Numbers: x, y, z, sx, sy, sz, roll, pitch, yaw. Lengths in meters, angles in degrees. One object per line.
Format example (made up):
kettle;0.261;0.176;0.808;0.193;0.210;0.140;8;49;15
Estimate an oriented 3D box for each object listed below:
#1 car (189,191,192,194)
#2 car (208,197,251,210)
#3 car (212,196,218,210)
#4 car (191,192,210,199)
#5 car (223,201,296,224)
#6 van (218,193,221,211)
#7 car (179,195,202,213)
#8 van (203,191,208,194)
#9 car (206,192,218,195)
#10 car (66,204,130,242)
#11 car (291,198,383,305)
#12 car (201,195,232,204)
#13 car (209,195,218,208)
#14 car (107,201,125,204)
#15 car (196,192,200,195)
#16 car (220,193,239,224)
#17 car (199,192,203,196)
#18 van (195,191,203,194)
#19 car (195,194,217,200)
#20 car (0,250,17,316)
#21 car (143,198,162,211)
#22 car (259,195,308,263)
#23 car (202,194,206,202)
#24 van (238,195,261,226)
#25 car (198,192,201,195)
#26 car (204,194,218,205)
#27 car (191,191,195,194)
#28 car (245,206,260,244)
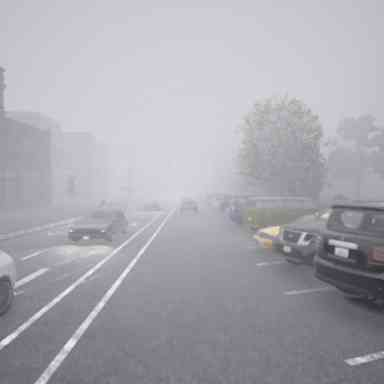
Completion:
car;2.879;0.821;84.091;5.566;2.045;2.435;1;0;-24
car;4.772;1.411;42.574;4.892;1.521;2.231;1;1;-21
car;4.916;1.478;33.681;4.792;1.488;2.163;1;0;-21
car;2.357;0.900;89.992;4.553;1.767;2.185;1;0;-25
car;5.010;1.472;24.779;5.008;1.535;2.097;1;0;-21
van;5.034;1.233;30.753;4.442;1.987;1.878;1;0;-21
car;-0.336;1.449;35.684;2.128;1.511;4.902;0;0;-1
van;4.565;1.108;54.503;4.442;1.987;1.878;1;0;-22
car;4.677;1.267;45.535;4.553;1.767;2.185;1;0;-21
car;-4.431;1.548;16.705;2.033;1.411;5.357;0;0;1
car;5.248;1.231;7.041;5.566;2.045;2.435;1;0;-21
car;4.403;1.284;60.465;5.366;1.575;1.946;1;0;-23
car;5.029;1.436;36.698;5.366;1.575;1.946;1;0;-21
car;-7.426;1.576;32.051;1.895;1.301;4.718;0;0;-1
car;3.799;1.244;69.256;4.674;1.452;2.002;0;0;-23
car;5.070;1.226;21.835;5.566;2.045;2.435;1;0;-21
car;4.342;1.310;57.426;5.008;1.535;2.097;1;0;-22
van;3.532;0.949;72.170;4.442;1.987;1.878;1;1;-24
car;3.268;1.162;78.151;4.674;1.452;2.002;0;1;-24
car;-4.288;1.529;4.754;1.812;1.442;4.674;0;0;-2
car;-4.670;1.469;39.507;1.812;1.442;4.674;0;0;0
car;5.164;1.231;9.969;5.566;2.045;2.435;1;0;-21
car;4.552;1.394;51.485;4.674;1.452;2.002;1;1;-22
van;5.183;1.256;18.910;4.442;1.987;1.878;1;0;-21
car;4.089;1.299;63.361;4.674;1.452;2.002;1;0;-23
car;4.642;1.420;39.534;5.366;1.575;1.946;1;1;-21
car;3.287;1.144;75.110;5.366;1.575;1.946;1;1;-24
car;4.986;1.477;12.864;5.366;1.575;1.946;1;0;-21
